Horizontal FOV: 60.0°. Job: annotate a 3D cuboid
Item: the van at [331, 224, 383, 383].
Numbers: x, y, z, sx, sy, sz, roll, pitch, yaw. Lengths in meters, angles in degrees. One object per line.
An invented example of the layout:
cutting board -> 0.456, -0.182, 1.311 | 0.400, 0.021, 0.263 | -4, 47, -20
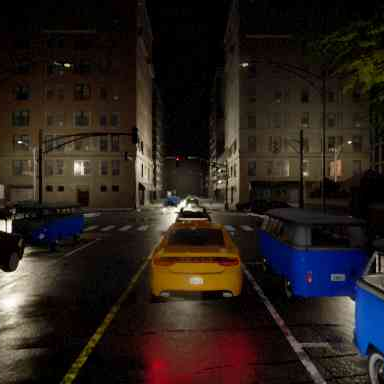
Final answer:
van -> 2.679, 1.341, 2.331 | 1.690, 1.788, 3.998 | 0, 0, 0

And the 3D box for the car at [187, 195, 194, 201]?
car -> -0.322, 1.584, 89.244 | 1.895, 1.301, 4.718 | 0, 0, -1

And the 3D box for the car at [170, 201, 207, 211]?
car -> 0.074, 1.486, 17.995 | 2.128, 1.511, 4.902 | 0, 0, 0

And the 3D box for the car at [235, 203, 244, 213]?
car -> 7.074, 1.507, 35.810 | 4.892, 1.490, 1.837 | 0, 0, -1

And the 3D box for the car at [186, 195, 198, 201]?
car -> 0.035, 1.335, 58.830 | 2.097, 1.767, 4.553 | 0, 0, 0

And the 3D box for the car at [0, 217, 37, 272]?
car -> -5.823, 1.544, 8.016 | 1.887, 1.381, 4.507 | 0, 0, 0

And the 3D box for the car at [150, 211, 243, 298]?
car -> 0.113, 1.477, 8.576 | 1.882, 1.535, 5.008 | 0, 0, 1

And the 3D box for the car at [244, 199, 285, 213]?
car -> 7.647, 1.553, 32.565 | 4.181, 1.385, 1.994 | 0, 0, -1

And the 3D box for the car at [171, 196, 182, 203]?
car -> -3.148, 1.522, 69.727 | 2.033, 1.411, 5.357 | 0, 0, -1

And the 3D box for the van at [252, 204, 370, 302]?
van -> 2.704, 1.340, 7.989 | 1.690, 1.788, 3.998 | 0, 0, 0

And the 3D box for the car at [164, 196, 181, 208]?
car -> -3.055, 1.463, 48.954 | 1.882, 1.535, 5.008 | 0, 0, 0

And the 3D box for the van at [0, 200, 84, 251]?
van -> -5.798, 1.338, 13.676 | 1.690, 1.788, 3.998 | 0, 0, 0
